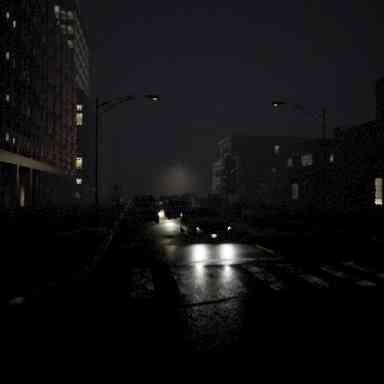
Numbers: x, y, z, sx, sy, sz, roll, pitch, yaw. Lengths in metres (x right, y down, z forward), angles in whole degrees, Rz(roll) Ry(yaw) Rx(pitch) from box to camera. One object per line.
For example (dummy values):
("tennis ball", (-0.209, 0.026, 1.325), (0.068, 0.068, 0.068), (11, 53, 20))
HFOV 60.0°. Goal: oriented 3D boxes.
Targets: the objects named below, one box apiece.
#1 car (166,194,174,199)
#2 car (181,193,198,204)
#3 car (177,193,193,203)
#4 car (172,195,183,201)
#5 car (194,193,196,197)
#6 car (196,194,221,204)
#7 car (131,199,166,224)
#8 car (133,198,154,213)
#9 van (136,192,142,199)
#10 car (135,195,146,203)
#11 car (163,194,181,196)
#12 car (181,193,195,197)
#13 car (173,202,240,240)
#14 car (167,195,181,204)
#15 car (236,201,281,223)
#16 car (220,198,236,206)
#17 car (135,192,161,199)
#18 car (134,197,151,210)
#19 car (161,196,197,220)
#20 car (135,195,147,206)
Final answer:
("car", (-5.934, 1.221, 90.167), (1.802, 1.307, 4.206), (0, 0, -10))
("car", (-0.435, 1.080, 57.403), (2.192, 1.841, 5.009), (0, 0, -10))
("car", (-1.351, 1.058, 62.863), (2.192, 1.841, 5.009), (0, 0, -10))
("car", (-3.186, 1.266, 73.785), (1.947, 1.339, 4.313), (0, 0, -10))
("car", (0.451, 1.312, 52.110), (1.752, 1.417, 4.829), (0, 0, -10))
("car", (2.313, 1.148, 41.020), (2.192, 1.841, 5.009), (1, 0, -10))
("car", (-3.206, 1.417, 23.254), (2.008, 1.369, 4.403), (1, 0, -10))
("car", (-5.038, 1.367, 34.176), (2.008, 1.369, 4.403), (1, 0, -10))
("van", (-14.197, 0.940, 88.782), (1.690, 1.788, 3.998), (0, 0, -10))
("car", (-9.618, 1.269, 61.479), (1.947, 1.339, 4.313), (0, 0, -10))
("car", (-2.823, 1.172, 36.691), (2.097, 1.767, 4.553), (0, 0, -10))
("car", (-1.263, 1.274, 46.342), (1.882, 1.535, 5.008), (0, 0, -9))
("car", (0.504, 1.458, 16.776), (2.033, 1.411, 5.357), (0, 0, -10))
("car", (-3.030, 1.258, 56.584), (1.837, 1.490, 4.892), (0, 0, -10))
("car", (5.031, 1.431, 24.806), (1.752, 1.417, 4.829), (1, 0, -10))
("car", (4.143, 1.463, 30.100), (1.802, 1.307, 4.206), (1, 0, -10))
("car", (-4.120, 1.156, 28.714), (2.192, 1.841, 5.009), (1, 0, -10))
("car", (-5.954, 1.337, 39.636), (1.887, 1.381, 4.507), (1, 0, -10))
("car", (-1.151, 1.343, 26.618), (1.882, 1.535, 5.008), (0, 0, -9))
("car", (-7.758, 1.273, 50.390), (1.752, 1.417, 4.829), (1, 0, -10))
